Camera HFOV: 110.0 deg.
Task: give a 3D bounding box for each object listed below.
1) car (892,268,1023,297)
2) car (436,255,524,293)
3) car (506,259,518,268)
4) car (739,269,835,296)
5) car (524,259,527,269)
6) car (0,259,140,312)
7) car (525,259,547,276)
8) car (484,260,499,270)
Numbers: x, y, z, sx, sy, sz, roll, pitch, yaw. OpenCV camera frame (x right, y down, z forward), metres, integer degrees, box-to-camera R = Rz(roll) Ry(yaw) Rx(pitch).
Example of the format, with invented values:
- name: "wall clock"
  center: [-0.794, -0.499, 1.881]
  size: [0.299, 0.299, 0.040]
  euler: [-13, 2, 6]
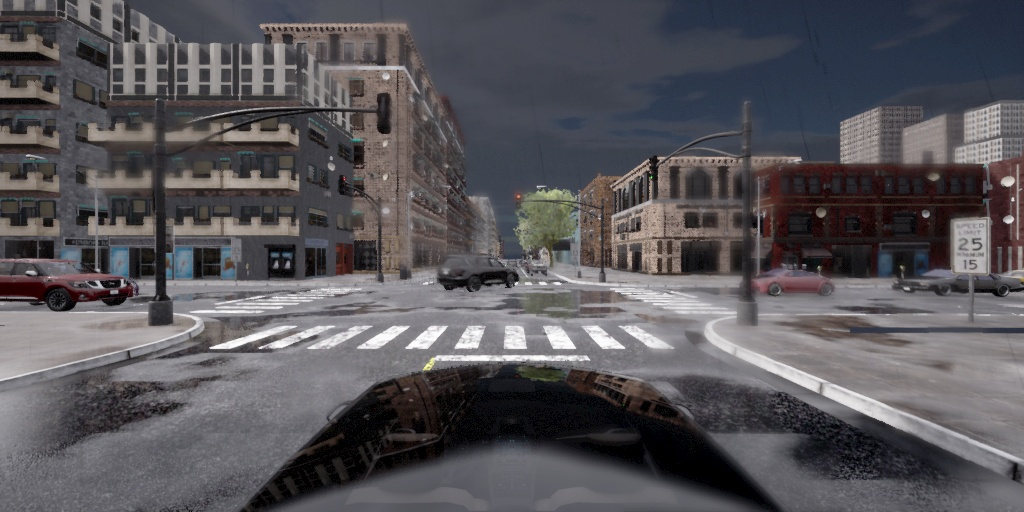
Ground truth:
- name: "car"
  center: [24.018, 1.412, 19.376]
  size: [5.357, 1.411, 2.033]
  euler: [0, 0, 0]
- name: "car"
  center: [-1.926, 0.978, 21.196]
  size: [2.150, 2.045, 5.566]
  euler: [1, 1, 37]
- name: "car"
  center: [-0.005, 1.319, 63.366]
  size: [2.128, 1.511, 4.902]
  euler: [0, 0, 0]
- name: "car"
  center: [14.717, 1.387, 19.308]
  size: [4.181, 1.385, 1.994]
  euler: [0, 0, 0]
- name: "car"
  center: [2.687, 1.228, 42.707]
  size: [1.967, 1.591, 4.097]
  euler: [0, 0, 0]
- name: "car"
  center: [-17.278, 1.013, 13.289]
  size: [5.009, 1.841, 2.192]
  euler: [0, 0, 0]
- name: "car"
  center: [2.687, 1.330, 37.010]
  size: [2.007, 1.370, 4.403]
  euler: [0, 0, 0]
- name: "car"
  center: [-3.090, 1.372, 54.264]
  size: [1.994, 1.385, 4.181]
  euler: [0, 0, 0]
